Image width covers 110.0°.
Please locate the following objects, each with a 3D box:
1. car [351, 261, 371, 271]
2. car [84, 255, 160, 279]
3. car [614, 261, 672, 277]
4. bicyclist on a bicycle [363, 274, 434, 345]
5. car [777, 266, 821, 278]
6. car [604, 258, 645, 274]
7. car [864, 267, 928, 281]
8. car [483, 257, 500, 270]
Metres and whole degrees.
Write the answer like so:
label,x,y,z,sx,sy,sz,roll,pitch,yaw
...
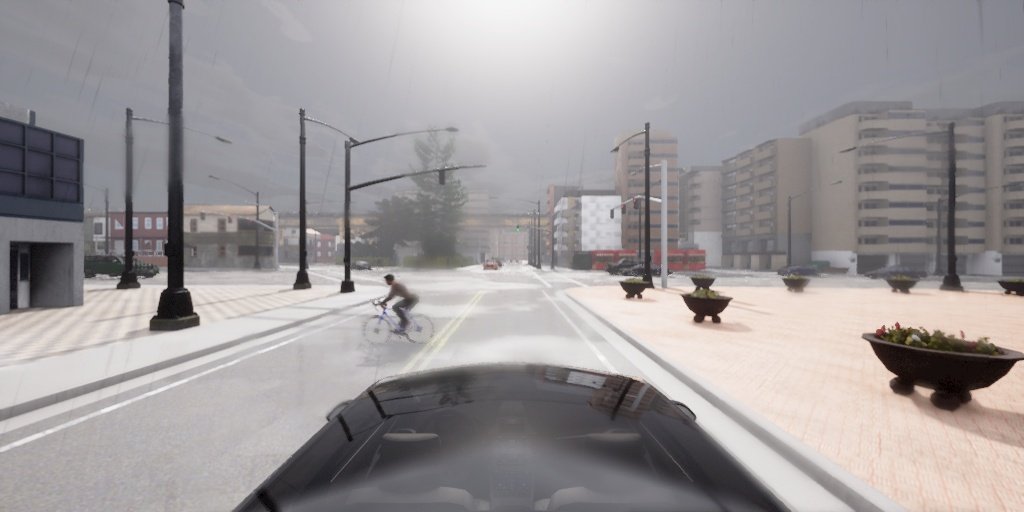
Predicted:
label,x,y,z,sx,sy,sz,roll,pitch,yaw
car,-22.167,1.424,52.258,4.674,1.442,1.812,0,0,44
car,-34.222,0.923,31.264,5.566,2.045,2.150,1,0,0
car,14.282,1.529,38.640,5.357,1.411,2.033,1,0,0
bicyclist on a bicycle,-2.592,1.223,8.124,1.656,1.620,0.582,-2,0,2
car,33.781,1.818,42.205,4.181,1.385,1.994,1,0,0
car,13.747,1.202,42.141,5.566,2.045,2.150,0,0,0
car,41.442,1.903,38.701,5.357,1.411,2.033,1,0,0
car,-3.364,1.267,56.511,2.097,1.767,4.553,0,0,0
